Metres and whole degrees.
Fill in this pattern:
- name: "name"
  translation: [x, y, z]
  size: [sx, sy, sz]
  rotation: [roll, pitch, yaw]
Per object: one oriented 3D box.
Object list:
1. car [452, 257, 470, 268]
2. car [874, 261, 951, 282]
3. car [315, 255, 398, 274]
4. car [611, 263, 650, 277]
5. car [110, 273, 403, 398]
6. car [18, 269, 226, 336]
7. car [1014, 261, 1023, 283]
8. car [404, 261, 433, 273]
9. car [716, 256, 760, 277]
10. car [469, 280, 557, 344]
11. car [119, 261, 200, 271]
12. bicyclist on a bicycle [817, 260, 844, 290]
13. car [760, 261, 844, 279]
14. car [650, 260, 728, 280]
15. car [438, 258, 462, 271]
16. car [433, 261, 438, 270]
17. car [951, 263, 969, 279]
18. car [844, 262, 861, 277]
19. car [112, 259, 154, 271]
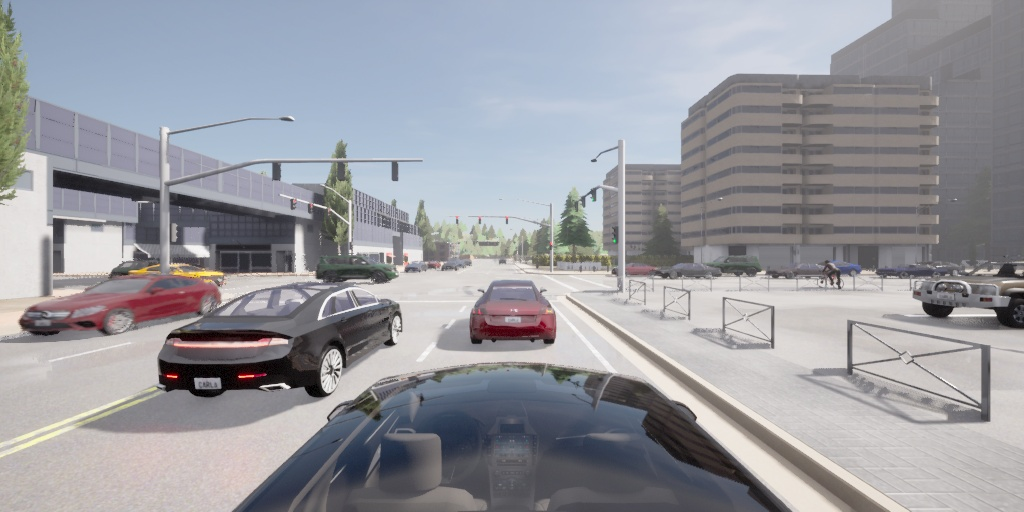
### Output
- name: "car"
  translation: [-8.622, 1.297, 59.187]
  size: [2.033, 1.411, 5.357]
  rotation: [0, 0, -1]
- name: "car"
  translation: [35.171, 1.351, 31.708]
  size: [4.718, 1.301, 1.895]
  rotation: [0, 0, -2]
- name: "car"
  translation: [-11.214, 0.973, 26.045]
  size: [5.566, 2.045, 2.150]
  rotation: [0, 0, -3]
- name: "car"
  translation: [11.749, 1.314, 34.527]
  size: [4.181, 1.385, 1.994]
  rotation: [0, 0, -2]
- name: "car"
  translation: [-3.473, 1.242, 6.518]
  size: [2.128, 1.511, 4.902]
  rotation: [0, 0, 0]
- name: "car"
  translation: [-10.852, 1.276, 10.521]
  size: [1.812, 1.442, 4.674]
  rotation: [0, 0, -3]
- name: "car"
  translation: [43.303, 1.314, 28.308]
  size: [4.181, 1.385, 1.994]
  rotation: [0, 0, -1]
- name: "car"
  translation: [-11.762, 1.297, 44.435]
  size: [2.033, 1.411, 5.357]
  rotation: [0, 0, -1]
- name: "car"
  translation: [21.092, 0.972, 34.806]
  size: [5.566, 2.045, 2.150]
  rotation: [0, 0, -2]
- name: "car"
  translation: [0.012, 1.314, 9.576]
  size: [1.994, 1.385, 4.181]
  rotation: [0, 0, 0]
- name: "car"
  translation: [-20.595, 1.228, 22.171]
  size: [5.008, 1.535, 1.882]
  rotation: [0, 0, -1]
- name: "bicyclist on a bicycle"
  translation: [17.929, 1.052, 20.221]
  size: [0.582, 1.620, 1.656]
  rotation: [0, 0, -2]
- name: "car"
  translation: [25.308, 1.297, 31.428]
  size: [5.357, 1.411, 2.033]
  rotation: [0, 0, -2]
- name: "car"
  translation: [15.238, 1.297, 31.129]
  size: [5.357, 1.411, 2.033]
  rotation: [0, 0, -2]
- name: "car"
  translation: [-8.359, 1.314, 48.890]
  size: [1.994, 1.385, 4.181]
  rotation: [0, 0, -2]
- name: "car"
  translation: [-11.997, 1.351, 54.020]
  size: [1.895, 1.301, 4.718]
  rotation: [0, 0, -1]
- name: "car"
  translation: [41.233, 1.255, 35.359]
  size: [4.892, 1.490, 1.837]
  rotation: [0, 0, -1]
- name: "car"
  translation: [31.118, 1.228, 35.097]
  size: [5.008, 1.535, 1.882]
  rotation: [0, 0, -2]
- name: "car"
  translation: [-25.528, 1.102, 25.559]
  size: [4.553, 1.767, 2.097]
  rotation: [0, 0, -1]
